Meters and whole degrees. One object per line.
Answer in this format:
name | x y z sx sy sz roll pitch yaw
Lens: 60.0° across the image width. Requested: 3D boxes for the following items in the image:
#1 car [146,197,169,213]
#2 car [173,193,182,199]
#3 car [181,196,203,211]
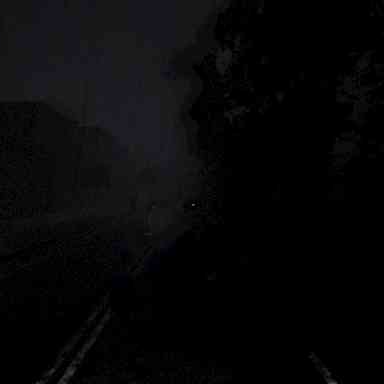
car | -3.329 1.207 32.797 2.128 1.511 4.902 0 0 0
car | -3.207 0.846 73.062 1.812 1.442 4.674 0 1 0
car | 0.119 1.255 35.453 1.994 1.385 4.181 0 1 0
